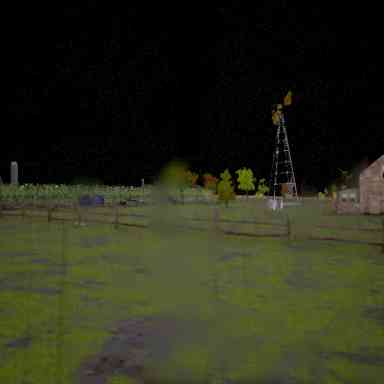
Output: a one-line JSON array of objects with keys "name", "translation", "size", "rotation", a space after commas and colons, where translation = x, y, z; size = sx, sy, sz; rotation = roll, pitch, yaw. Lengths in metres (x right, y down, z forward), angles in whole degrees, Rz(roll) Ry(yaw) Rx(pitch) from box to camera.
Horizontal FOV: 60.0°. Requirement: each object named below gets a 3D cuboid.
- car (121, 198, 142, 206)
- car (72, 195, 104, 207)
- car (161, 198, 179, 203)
[{"name": "car", "translation": [-11.139, 1.878, 61.400], "size": [1.994, 1.385, 4.181], "rotation": [-1, -1, 36]}, {"name": "car", "translation": [-17.718, 1.518, 57.201], "size": [2.150, 2.045, 5.566], "rotation": [-1, -1, 36]}, {"name": "car", "translation": [-4.698, 1.902, 70.408], "size": [1.812, 1.442, 4.674], "rotation": [-1, -1, 36]}]
